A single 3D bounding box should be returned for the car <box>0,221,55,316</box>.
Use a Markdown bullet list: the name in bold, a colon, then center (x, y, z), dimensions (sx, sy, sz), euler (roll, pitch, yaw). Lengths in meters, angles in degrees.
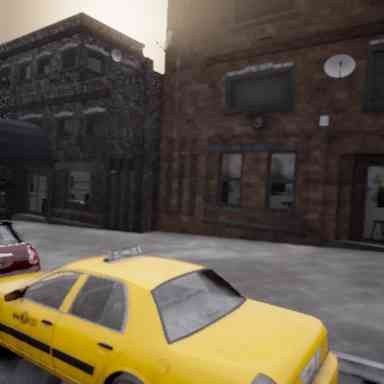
- **car**: center (-5.408, 1.346, 7.393), dimensions (4.553, 1.767, 2.185), euler (0, 0, 36)
